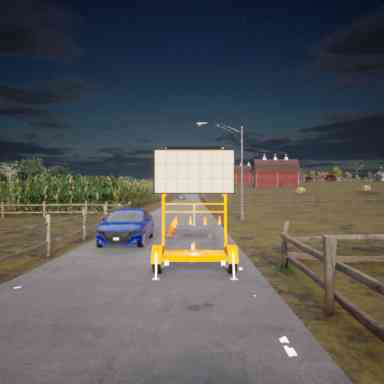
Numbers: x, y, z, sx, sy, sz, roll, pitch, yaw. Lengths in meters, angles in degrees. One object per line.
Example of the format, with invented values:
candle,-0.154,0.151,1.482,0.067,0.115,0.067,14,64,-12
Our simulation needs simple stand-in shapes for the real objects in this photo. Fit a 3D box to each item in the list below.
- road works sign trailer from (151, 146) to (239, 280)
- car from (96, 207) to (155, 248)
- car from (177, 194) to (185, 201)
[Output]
road works sign trailer,0.068,0.459,9.893,2.380,3.560,2.880,0,0,0
car,-2.805,1.469,14.828,1.882,1.535,5.008,0,0,0
car,-2.517,1.254,78.711,2.128,1.511,4.902,0,1,0
